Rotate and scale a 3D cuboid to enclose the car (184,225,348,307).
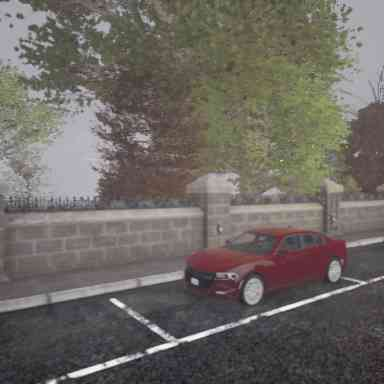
[{"bbox_3d":[1.892,1.524,7.909,4.507,1.381,1.887,0,0,-35],"label":"car"}]
